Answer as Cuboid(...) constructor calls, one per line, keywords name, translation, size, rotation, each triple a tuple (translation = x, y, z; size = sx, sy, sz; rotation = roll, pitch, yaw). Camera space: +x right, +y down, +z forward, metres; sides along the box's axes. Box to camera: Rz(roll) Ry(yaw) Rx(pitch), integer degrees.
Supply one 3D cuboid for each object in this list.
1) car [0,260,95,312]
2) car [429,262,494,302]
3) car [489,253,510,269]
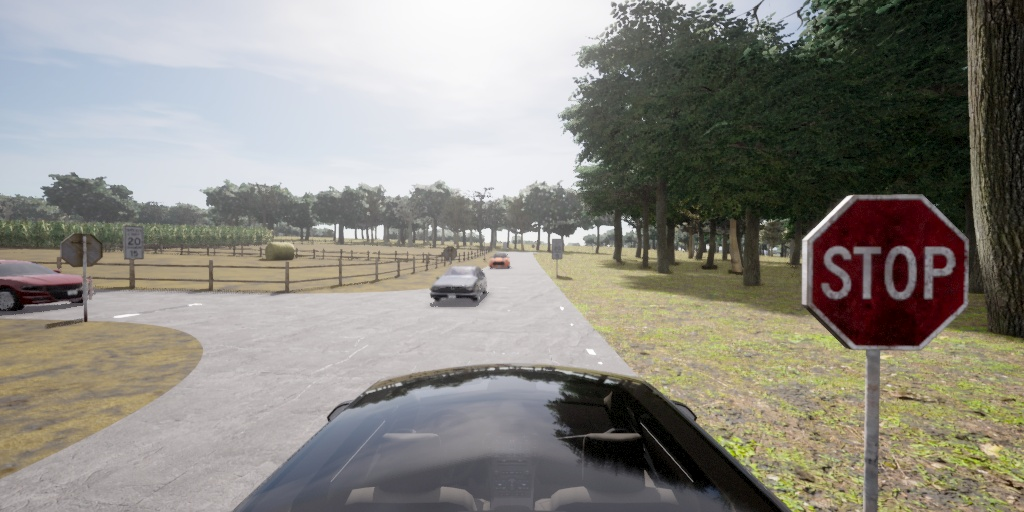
Cuboid(name="car", translation=(-16.663, 0.867, 11.663), size=(5.008, 1.535, 1.882), rotation=(1, 1, 2))
Cuboid(name="car", translation=(-2.171, 1.154, 16.178), size=(2.033, 1.411, 5.357), rotation=(1, 0, 2))
Cuboid(name="car", translation=(-1.314, 0.456, 39.348), size=(2.097, 1.767, 4.553), rotation=(0, 1, 2))
